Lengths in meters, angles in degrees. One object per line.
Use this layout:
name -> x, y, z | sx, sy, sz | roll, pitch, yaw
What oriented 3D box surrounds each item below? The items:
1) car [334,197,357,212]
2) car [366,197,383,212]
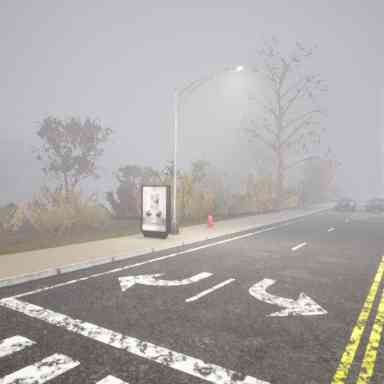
car -> 18.465, 1.391, 39.926 | 2.097, 1.767, 4.553 | 0, 0, 30
car -> 21.279, 1.393, 38.300 | 2.097, 1.767, 4.553 | 0, 0, 30
